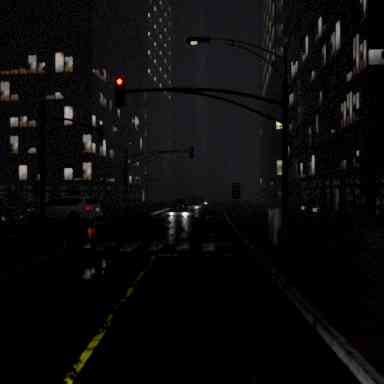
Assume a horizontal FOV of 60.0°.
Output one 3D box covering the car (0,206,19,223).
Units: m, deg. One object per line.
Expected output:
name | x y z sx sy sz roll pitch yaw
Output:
car | -16.432 1.847 28.184 4.403 1.369 2.008 -1 1 10

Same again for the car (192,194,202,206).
car | 0.159 1.460 54.130 1.812 1.442 4.674 0 0 7

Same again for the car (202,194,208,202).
car | 2.205 1.243 69.481 2.097 1.767 4.553 0 0 8

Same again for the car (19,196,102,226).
car | -9.365 1.368 24.411 5.566 2.045 2.150 -1 -1 14

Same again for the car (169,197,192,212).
car | -1.406 1.490 38.259 1.812 1.442 4.674 0 0 5
